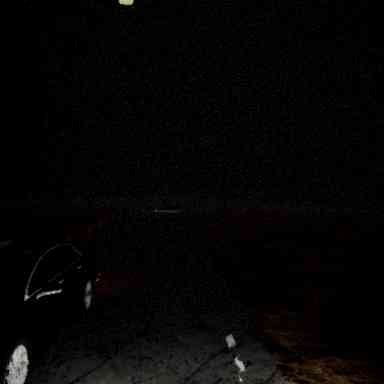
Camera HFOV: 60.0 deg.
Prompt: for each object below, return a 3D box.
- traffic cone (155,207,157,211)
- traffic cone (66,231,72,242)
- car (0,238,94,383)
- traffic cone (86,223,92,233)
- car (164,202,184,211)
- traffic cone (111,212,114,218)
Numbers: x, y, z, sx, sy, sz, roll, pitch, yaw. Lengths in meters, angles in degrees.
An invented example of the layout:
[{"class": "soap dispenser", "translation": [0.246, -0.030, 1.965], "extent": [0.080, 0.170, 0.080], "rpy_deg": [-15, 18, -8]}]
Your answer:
[{"class": "traffic cone", "translation": [-6.152, 2.866, 56.291], "extent": [0.340, 0.580, 0.340], "rpy_deg": [0, -1, 18]}, {"class": "traffic cone", "translation": [-5.793, 2.149, 15.654], "extent": [0.340, 0.580, 0.340], "rpy_deg": [0, -1, -5]}, {"class": "car", "translation": [-2.852, 1.568, 5.044], "extent": [1.837, 1.490, 4.892], "rpy_deg": [0, -1, -2]}, {"class": "traffic cone", "translation": [-6.328, 2.211, 20.550], "extent": [0.340, 0.580, 0.340], "rpy_deg": [0, -1, -7]}, {"class": "car", "translation": [-3.088, 2.446, 57.731], "extent": [1.882, 1.535, 5.008], "rpy_deg": [0, -2, 21]}, {"class": "traffic cone", "translation": [-8.512, 2.430, 35.483], "extent": [0.340, 0.580, 0.340], "rpy_deg": [0, -1, -5]}]
